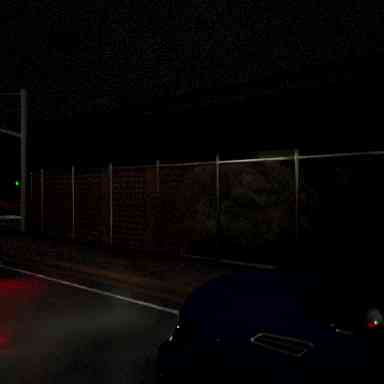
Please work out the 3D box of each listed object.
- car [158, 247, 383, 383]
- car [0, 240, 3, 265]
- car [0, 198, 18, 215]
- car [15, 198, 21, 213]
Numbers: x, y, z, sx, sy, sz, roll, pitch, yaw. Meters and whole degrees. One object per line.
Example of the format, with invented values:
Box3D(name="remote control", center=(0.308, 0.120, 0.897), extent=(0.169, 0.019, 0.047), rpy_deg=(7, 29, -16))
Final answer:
Box3D(name="car", center=(2.338, 1.216, 2.332), extent=(5.566, 2.045, 2.150), rpy_deg=(-1, -1, 35))
Box3D(name="car", center=(-7.128, 1.492, 9.074), extent=(4.902, 1.511, 2.128), rpy_deg=(0, 0, 33))
Box3D(name="car", center=(-18.664, 1.407, 34.026), extent=(2.097, 1.767, 4.553), rpy_deg=(0, 0, 35))
Box3D(name="car", center=(-14.743, 1.581, 33.472), extent=(1.812, 1.442, 4.674), rpy_deg=(0, 0, 35))
